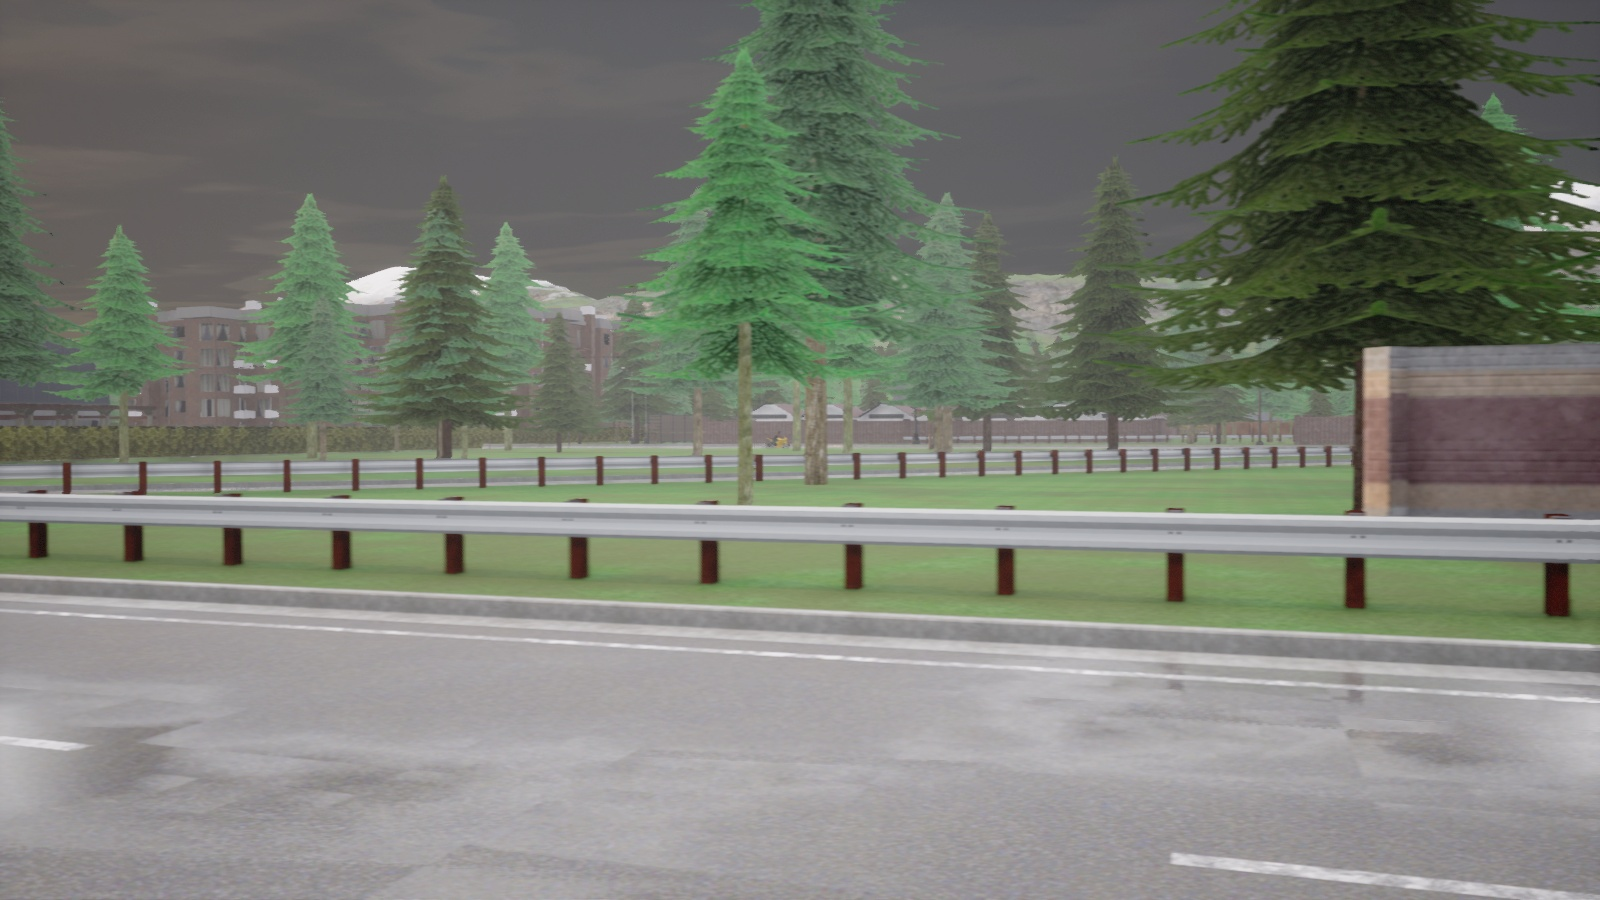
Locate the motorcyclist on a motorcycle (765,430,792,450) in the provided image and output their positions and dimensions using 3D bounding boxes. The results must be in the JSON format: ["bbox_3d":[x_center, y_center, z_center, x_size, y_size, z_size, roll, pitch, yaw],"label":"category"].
[{"bbox_3d":[-1.703,-0.790,99.387,2.044,1.523,0.797,1,1,19],"label":"motorcyclist on a motorcycle"}]
